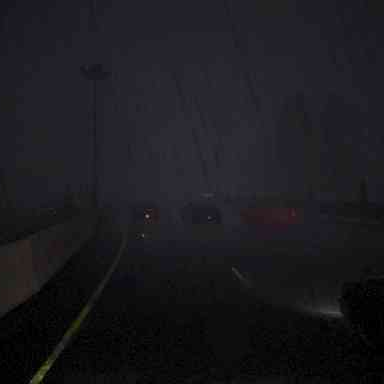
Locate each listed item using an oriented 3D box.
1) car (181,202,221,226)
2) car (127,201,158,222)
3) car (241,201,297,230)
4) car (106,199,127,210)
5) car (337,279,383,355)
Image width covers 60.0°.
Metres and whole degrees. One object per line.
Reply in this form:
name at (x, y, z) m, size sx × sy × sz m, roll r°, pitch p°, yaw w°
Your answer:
car at (0.537, 1.459, 23.392) m, size 1.882 × 1.535 × 5.008 m, roll 0°, pitch 0°, yaw -13°
car at (-3.889, 1.495, 26.560) m, size 1.837 × 1.490 × 4.892 m, roll 0°, pitch 0°, yaw -15°
car at (4.665, 1.324, 20.876) m, size 2.097 × 1.767 × 4.553 m, roll 0°, pitch 0°, yaw -11°
car at (-9.603, 1.595, 42.028) m, size 1.895 × 1.301 × 4.718 m, roll 0°, pitch 0°, yaw -25°
car at (3.418, 1.536, 3.049) m, size 2.033 × 1.411 × 5.357 m, roll 0°, pitch 0°, yaw -3°
